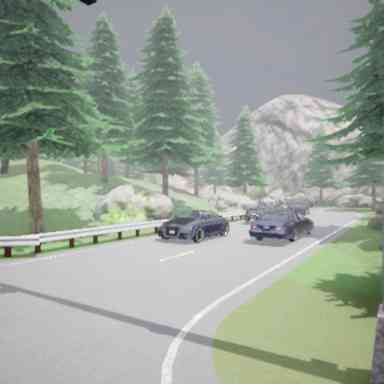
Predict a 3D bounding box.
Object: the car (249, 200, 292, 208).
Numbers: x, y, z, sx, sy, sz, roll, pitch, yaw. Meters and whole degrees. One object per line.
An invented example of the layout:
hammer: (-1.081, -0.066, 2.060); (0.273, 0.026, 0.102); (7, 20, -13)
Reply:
car: (5.494, 1.509, 24.732); (2.128, 1.511, 4.902); (0, 0, 32)

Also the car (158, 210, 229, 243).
car: (0.178, 1.574, 16.327); (1.994, 1.385, 4.181); (0, 0, 32)

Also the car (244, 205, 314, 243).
car: (4.564, 1.599, 16.511); (2.033, 1.411, 5.357); (0, 0, 32)

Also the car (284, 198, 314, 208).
car: (15.780, 1.624, 49.246); (1.994, 1.385, 4.181); (1, 0, -26)

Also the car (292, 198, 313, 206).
car: (10.734, 1.529, 33.504); (1.837, 1.490, 4.892); (0, 0, 25)
